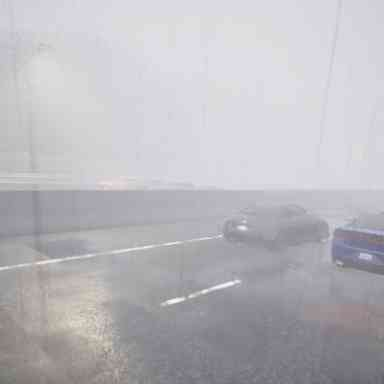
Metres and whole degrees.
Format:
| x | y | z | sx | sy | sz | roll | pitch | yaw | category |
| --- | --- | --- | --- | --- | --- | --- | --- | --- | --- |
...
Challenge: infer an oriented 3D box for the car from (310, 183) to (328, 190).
| x | y | z | sx | sy | sz | roll | pitch | yaw | category |
| --- | --- | --- | --- | --- | --- | --- | --- | --- | --- |
| 23.103 | -0.858 | 59.647 | 4.892 | 1.490 | 1.837 | -1 | 5 | -44 | car |

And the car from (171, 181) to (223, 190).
| x | y | z | sx | sy | sz | roll | pitch | yaw | category |
| --- | --- | --- | --- | --- | --- | --- | --- | --- | --- |
| 0.916 | 0.180 | 23.885 | 4.181 | 1.385 | 1.994 | 0 | 5 | -44 | car |

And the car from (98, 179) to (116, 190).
| x | y | z | sx | sy | sz | roll | pitch | yaw | category |
| --- | --- | --- | --- | --- | --- | --- | --- | --- | --- |
| -6.345 | -0.709 | 31.412 | 5.008 | 1.535 | 1.882 | 0 | 5 | -44 | car |

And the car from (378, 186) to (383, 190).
| x | y | z | sx | sy | sz | roll | pitch | yaw | category |
| --- | --- | --- | --- | --- | --- | --- | --- | --- | --- |
| 30.939 | -0.205 | 52.651 | 4.553 | 1.767 | 2.097 | 0 | 5 | -43 | car |

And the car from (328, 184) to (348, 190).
| x | y | z | sx | sy | sz | roll | pitch | yaw | category |
| --- | --- | --- | --- | --- | --- | --- | --- | --- | --- |
| 25.970 | -0.610 | 57.565 | 4.892 | 1.490 | 1.837 | -1 | 5 | -43 | car |

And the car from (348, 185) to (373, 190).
| x | y | z | sx | sy | sz | roll | pitch | yaw | category |
| --- | --- | --- | --- | --- | --- | --- | --- | --- | --- |
| 28.193 | -0.361 | 54.866 | 5.008 | 1.535 | 1.882 | 0 | 5 | -43 | car |

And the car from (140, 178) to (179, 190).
| x | y | z | sx | sy | sz | roll | pitch | yaw | category |
| --- | --- | --- | --- | --- | --- | --- | --- | --- | --- |
| -1.375 | -0.147 | 26.515 | 4.892 | 1.490 | 1.837 | 0 | 5 | -44 | car |

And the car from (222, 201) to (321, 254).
| x | y | z | sx | sy | sz | roll | pitch | yaw | category |
| --- | --- | --- | --- | --- | --- | --- | --- | --- | --- |
| 2.946 | 1.026 | 11.191 | 4.181 | 1.385 | 1.994 | 0 | 5 | -44 | car |

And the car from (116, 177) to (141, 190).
| x | y | z | sx | sy | sz | roll | pitch | yaw | category |
| --- | --- | --- | --- | --- | --- | --- | --- | --- | --- |
| -3.749 | -0.415 | 29.071 | 4.892 | 1.490 | 1.837 | 0 | 4 | -44 | car |

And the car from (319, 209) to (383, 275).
| x | y | z | sx | sy | sz | roll | pitch | yaw | category |
| --- | --- | --- | --- | --- | --- | --- | --- | --- | --- |
| 5.488 | 1.207 | 8.786 | 5.008 | 1.535 | 1.882 | 0 | 5 | -44 | car |
